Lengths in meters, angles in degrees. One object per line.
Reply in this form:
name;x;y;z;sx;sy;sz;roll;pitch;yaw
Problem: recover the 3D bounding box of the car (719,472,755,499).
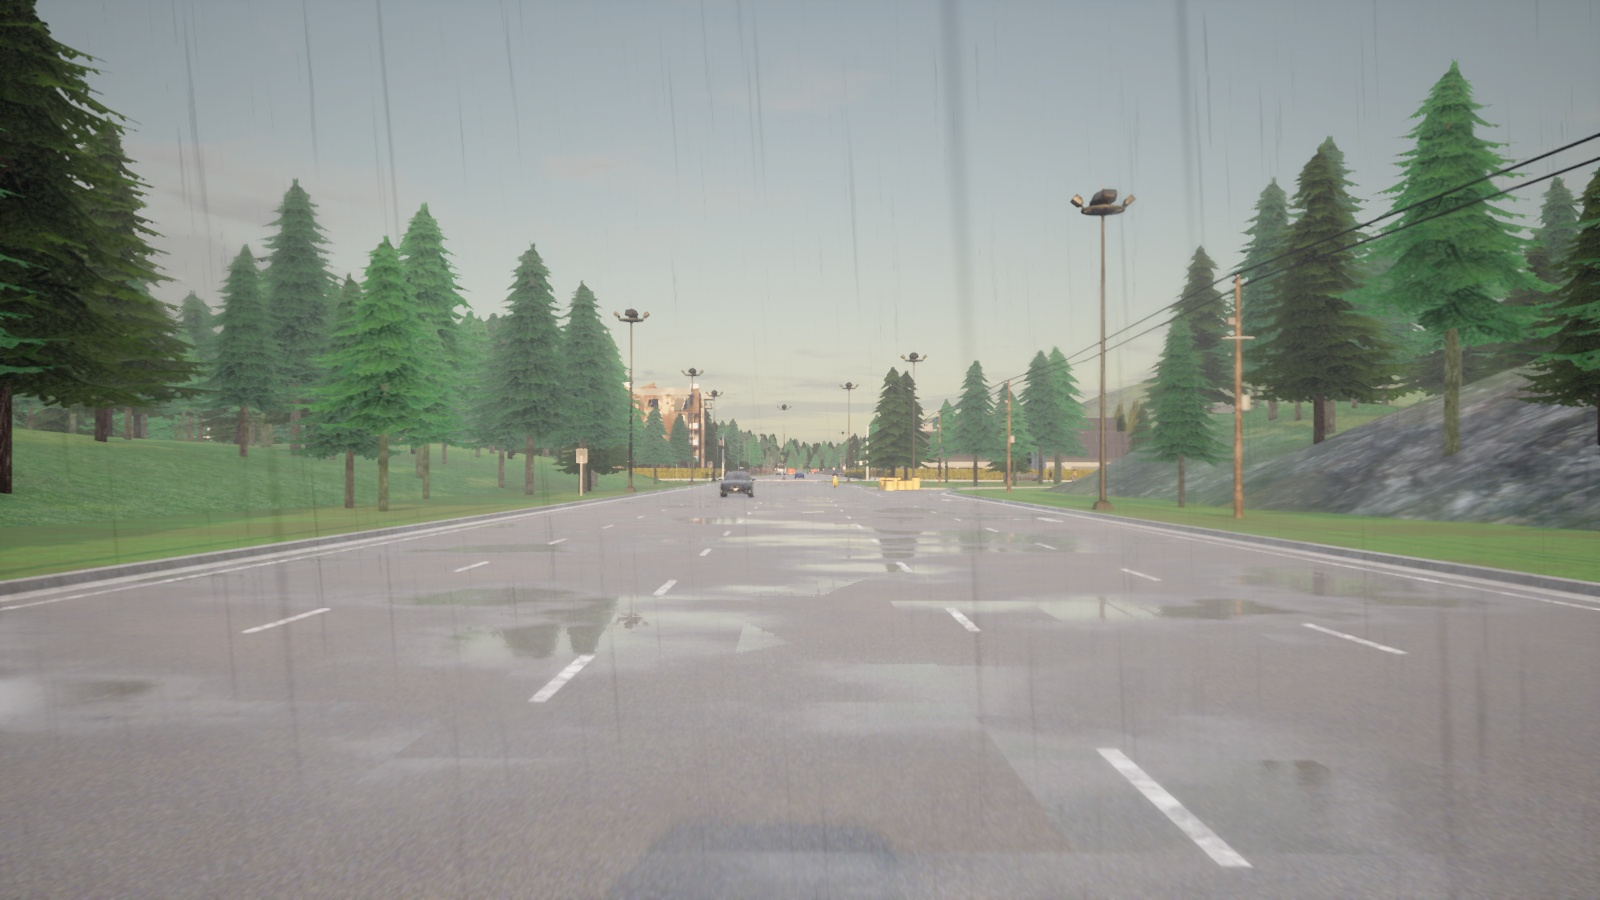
car;-3.639;2.056;73.176;1.837;1.490;4.892;0;-1;0
